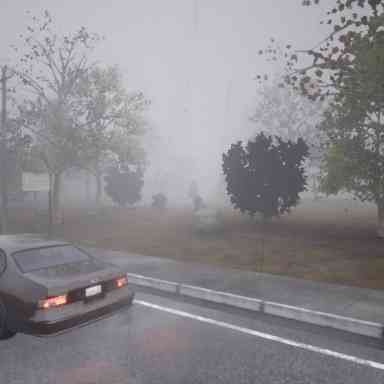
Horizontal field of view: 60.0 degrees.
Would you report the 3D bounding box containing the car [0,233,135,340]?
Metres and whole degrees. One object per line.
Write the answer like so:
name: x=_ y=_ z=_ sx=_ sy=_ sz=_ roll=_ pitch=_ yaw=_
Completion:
car: x=-3.543 y=1.547 z=6.511 sx=5.357 sy=1.411 sz=2.033 roll=0 pitch=0 yaw=35
